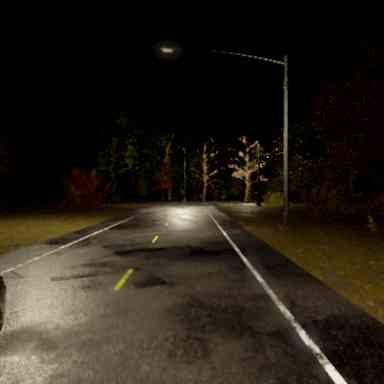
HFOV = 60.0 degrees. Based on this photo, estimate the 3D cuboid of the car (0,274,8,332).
[{"bbox_3d":[-3.599,1.504,2.919,1.837,1.490,4.892,0,0,0],"label":"car"}]
